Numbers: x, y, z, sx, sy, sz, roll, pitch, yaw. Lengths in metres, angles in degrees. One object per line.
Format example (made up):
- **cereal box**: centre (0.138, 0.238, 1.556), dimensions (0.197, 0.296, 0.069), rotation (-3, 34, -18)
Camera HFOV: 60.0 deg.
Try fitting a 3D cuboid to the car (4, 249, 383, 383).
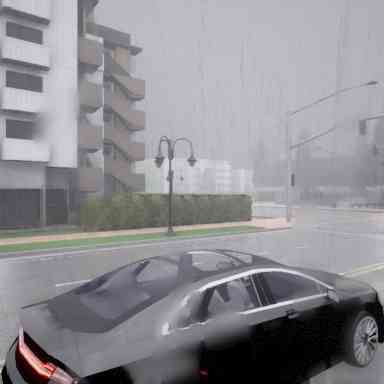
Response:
- **car**: centre (0.498, 1.492, 4.112), dimensions (4.902, 1.511, 2.128), rotation (0, 0, -35)
